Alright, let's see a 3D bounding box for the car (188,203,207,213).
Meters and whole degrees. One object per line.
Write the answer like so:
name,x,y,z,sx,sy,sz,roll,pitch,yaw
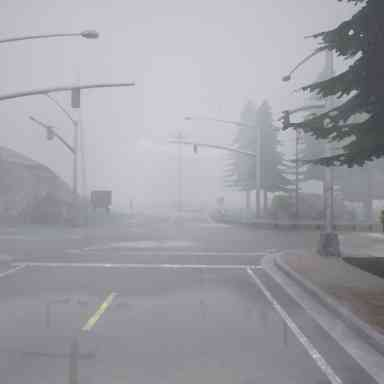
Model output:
car,0.824,2.252,47.781,1.812,1.442,4.674,0,-1,17
